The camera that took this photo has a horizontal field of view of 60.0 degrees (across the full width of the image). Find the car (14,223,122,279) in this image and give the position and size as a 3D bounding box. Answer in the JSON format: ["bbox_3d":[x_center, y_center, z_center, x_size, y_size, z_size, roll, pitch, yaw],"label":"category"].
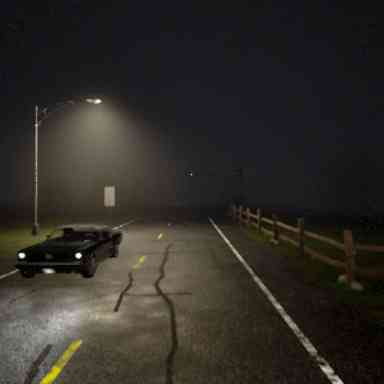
[{"bbox_3d":[-3.608,1.720,10.607,1.895,1.301,4.718,0,-1,0],"label":"car"}]
